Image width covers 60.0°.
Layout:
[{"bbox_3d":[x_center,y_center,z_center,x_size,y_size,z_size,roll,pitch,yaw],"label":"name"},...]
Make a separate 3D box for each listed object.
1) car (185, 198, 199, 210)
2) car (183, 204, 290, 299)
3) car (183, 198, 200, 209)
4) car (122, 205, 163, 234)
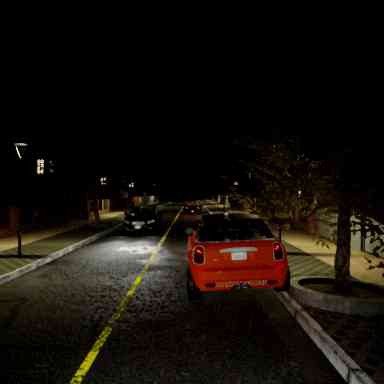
[{"bbox_3d":[0.039,1.615,45.547,1.812,1.442,4.674,0,0,1],"label":"car"},{"bbox_3d":[0.918,1.312,8.631,2.097,1.767,4.553,-3,-1,0],"label":"car"},{"bbox_3d":[0.060,1.663,35.845,1.895,1.301,4.718,0,0,0],"label":"car"},{"bbox_3d":[-2.757,1.521,19.379,2.128,1.511,4.902,0,0,0],"label":"car"}]
